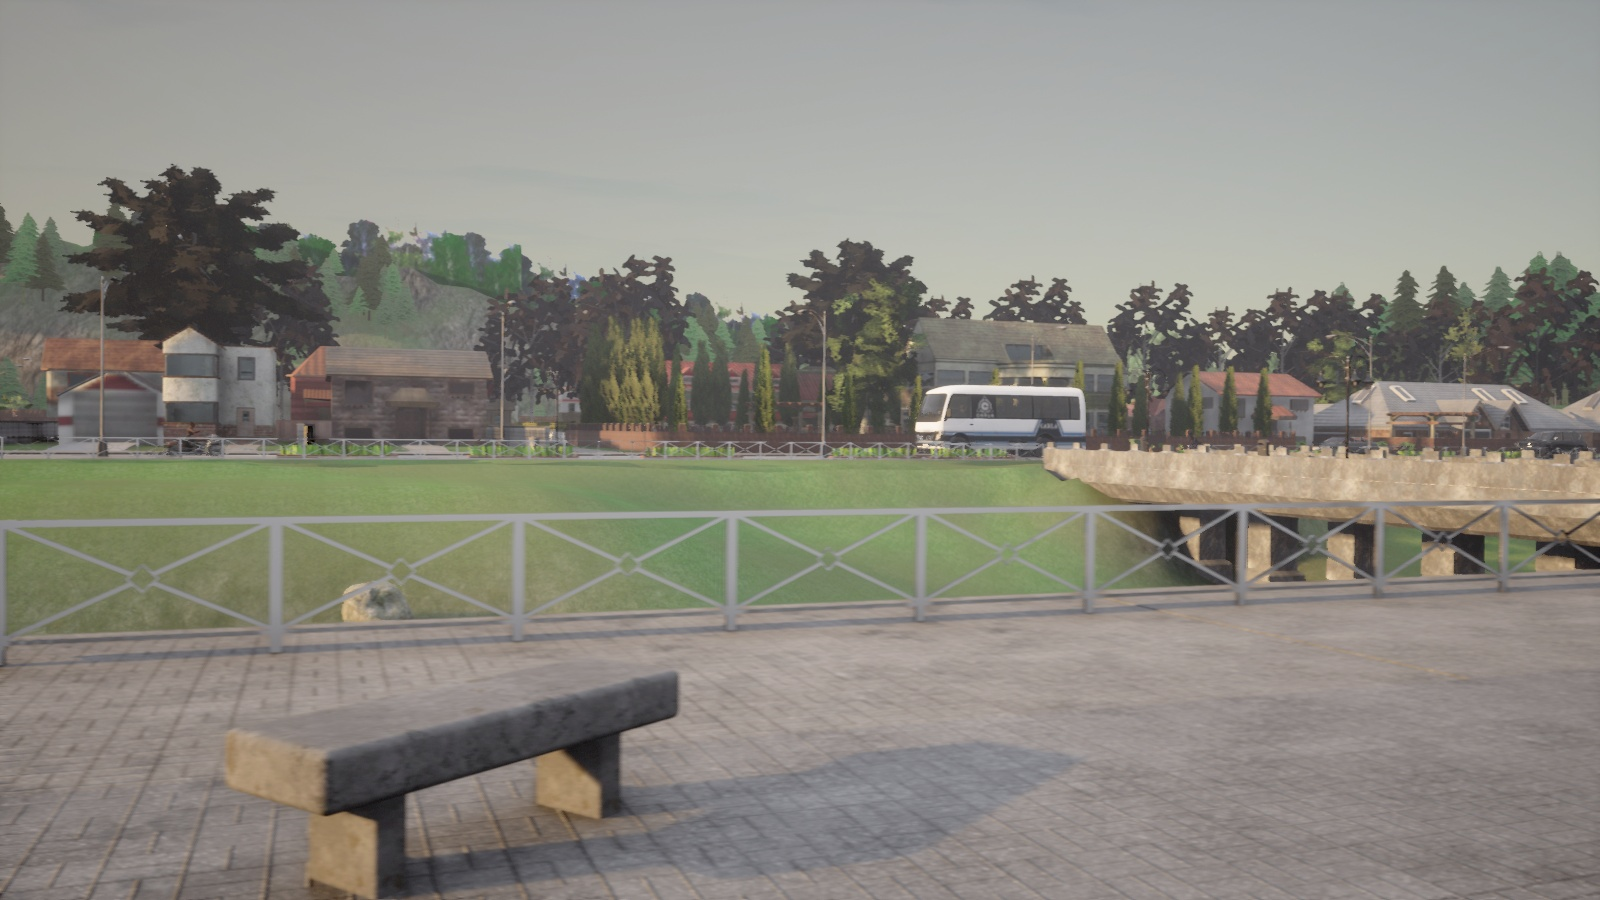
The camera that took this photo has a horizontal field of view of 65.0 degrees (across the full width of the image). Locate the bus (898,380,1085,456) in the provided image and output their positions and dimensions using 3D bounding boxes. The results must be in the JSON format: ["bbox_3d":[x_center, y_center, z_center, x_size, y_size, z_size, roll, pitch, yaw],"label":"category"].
[{"bbox_3d":[11.301,-1.905,74.029,10.273,4.253,3.944,-1,1,-21],"label":"bus"}]

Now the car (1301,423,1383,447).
[{"bbox_3d":[36.009,-0.992,83.420,4.902,1.511,2.128,-1,1,-21],"label":"car"}]

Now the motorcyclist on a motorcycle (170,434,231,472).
[{"bbox_3d":[-26.438,0.132,55.447,2.350,1.649,0.766,-1,1,-21],"label":"motorcyclist on a motorcycle"}]
